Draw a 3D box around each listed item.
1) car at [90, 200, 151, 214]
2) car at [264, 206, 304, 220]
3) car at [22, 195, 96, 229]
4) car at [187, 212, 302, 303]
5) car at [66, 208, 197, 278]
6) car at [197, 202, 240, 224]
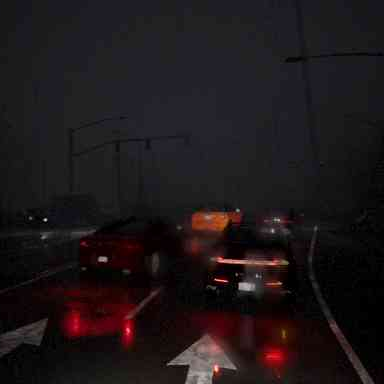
[{"bbox_3d":[-4.515,1.478,23.092,1.882,1.535,5.008,0,0,22],"label":"car"},{"bbox_3d":[4.617,1.505,17.228,1.837,1.490,4.892,0,0,21],"label":"car"},{"bbox_3d":[-8.583,1.223,22.383,2.150,2.045,5.566,0,0,22],"label":"car"},{"bbox_3d":[1.548,1.492,8.347,2.128,1.511,4.902,0,0,13],"label":"car"},{"bbox_3d":[-1.488,1.478,10.395,1.882,1.535,5.008,0,0,15],"label":"car"},{"bbox_3d":[1.568,1.352,18.892,2.097,1.767,4.553,0,0,20],"label":"car"}]
